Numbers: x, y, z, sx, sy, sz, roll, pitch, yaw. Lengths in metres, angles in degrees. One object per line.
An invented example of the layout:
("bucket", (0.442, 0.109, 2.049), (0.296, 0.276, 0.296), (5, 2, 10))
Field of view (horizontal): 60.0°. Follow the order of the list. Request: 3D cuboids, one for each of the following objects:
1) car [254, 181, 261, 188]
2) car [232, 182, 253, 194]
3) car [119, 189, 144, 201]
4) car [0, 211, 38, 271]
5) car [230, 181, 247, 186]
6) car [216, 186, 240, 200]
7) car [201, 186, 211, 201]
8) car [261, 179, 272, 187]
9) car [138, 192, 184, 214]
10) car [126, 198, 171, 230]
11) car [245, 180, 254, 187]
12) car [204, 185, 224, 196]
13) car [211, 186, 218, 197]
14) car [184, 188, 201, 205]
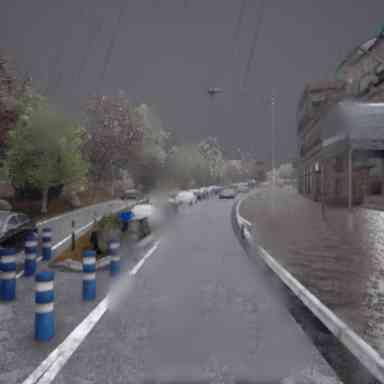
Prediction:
("car", (14.019, -1.838, 79.784), (2.435, 2.045, 5.566), (-3, 2, 27))
("car", (8.890, -0.467, 58.394), (2.033, 1.411, 5.357), (0, 3, 19))
("car", (-7.345, 0.298, 41.113), (2.033, 1.411, 5.357), (0, 3, 6))
("car", (-6.349, 1.394, 10.484), (2.128, 1.511, 4.902), (0, 1, -9))
("car", (9.223, -1.051, 69.673), (2.231, 1.521, 4.892), (-3, 2, 25))
("car", (4.929, 0.233, 45.044), (1.994, 1.385, 4.181), (0, 3, 14))
("car", (0.591, 0.321, 43.022), (2.097, 1.535, 5.008), (0, 3, 13))
("car", (19.644, -2.106, 89.629), (1.946, 1.575, 5.366), (-2, 2, 33))
("car", (-2.335, 1.097, 26.534), (2.097, 1.535, 5.008), (1, 3, 9))
("car", (-2.797, 1.443, 20.417), (2.002, 1.452, 4.674), (-2, 2, 3))
("car", (11.532, -1.319, 74.758), (2.231, 1.521, 4.892), (-3, 2, 25))
("car", (3.710, -0.285, 54.629), (2.097, 1.535, 5.008), (0, 3, 18))
("car", (1.939, 0.027, 48.562), (2.231, 1.521, 4.892), (0, 3, 16))
("car", (-0.686, 0.658, 36.930), (2.002, 1.452, 4.674), (-1, 2, 11))
